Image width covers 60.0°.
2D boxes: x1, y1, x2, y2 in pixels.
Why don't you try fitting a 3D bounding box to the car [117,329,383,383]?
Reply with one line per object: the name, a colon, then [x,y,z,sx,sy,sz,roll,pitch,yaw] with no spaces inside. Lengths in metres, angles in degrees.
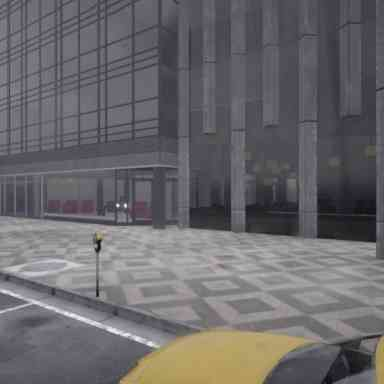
car: [1.513,1.525,2.002,4.829,1.417,1.752,0,0,36]
